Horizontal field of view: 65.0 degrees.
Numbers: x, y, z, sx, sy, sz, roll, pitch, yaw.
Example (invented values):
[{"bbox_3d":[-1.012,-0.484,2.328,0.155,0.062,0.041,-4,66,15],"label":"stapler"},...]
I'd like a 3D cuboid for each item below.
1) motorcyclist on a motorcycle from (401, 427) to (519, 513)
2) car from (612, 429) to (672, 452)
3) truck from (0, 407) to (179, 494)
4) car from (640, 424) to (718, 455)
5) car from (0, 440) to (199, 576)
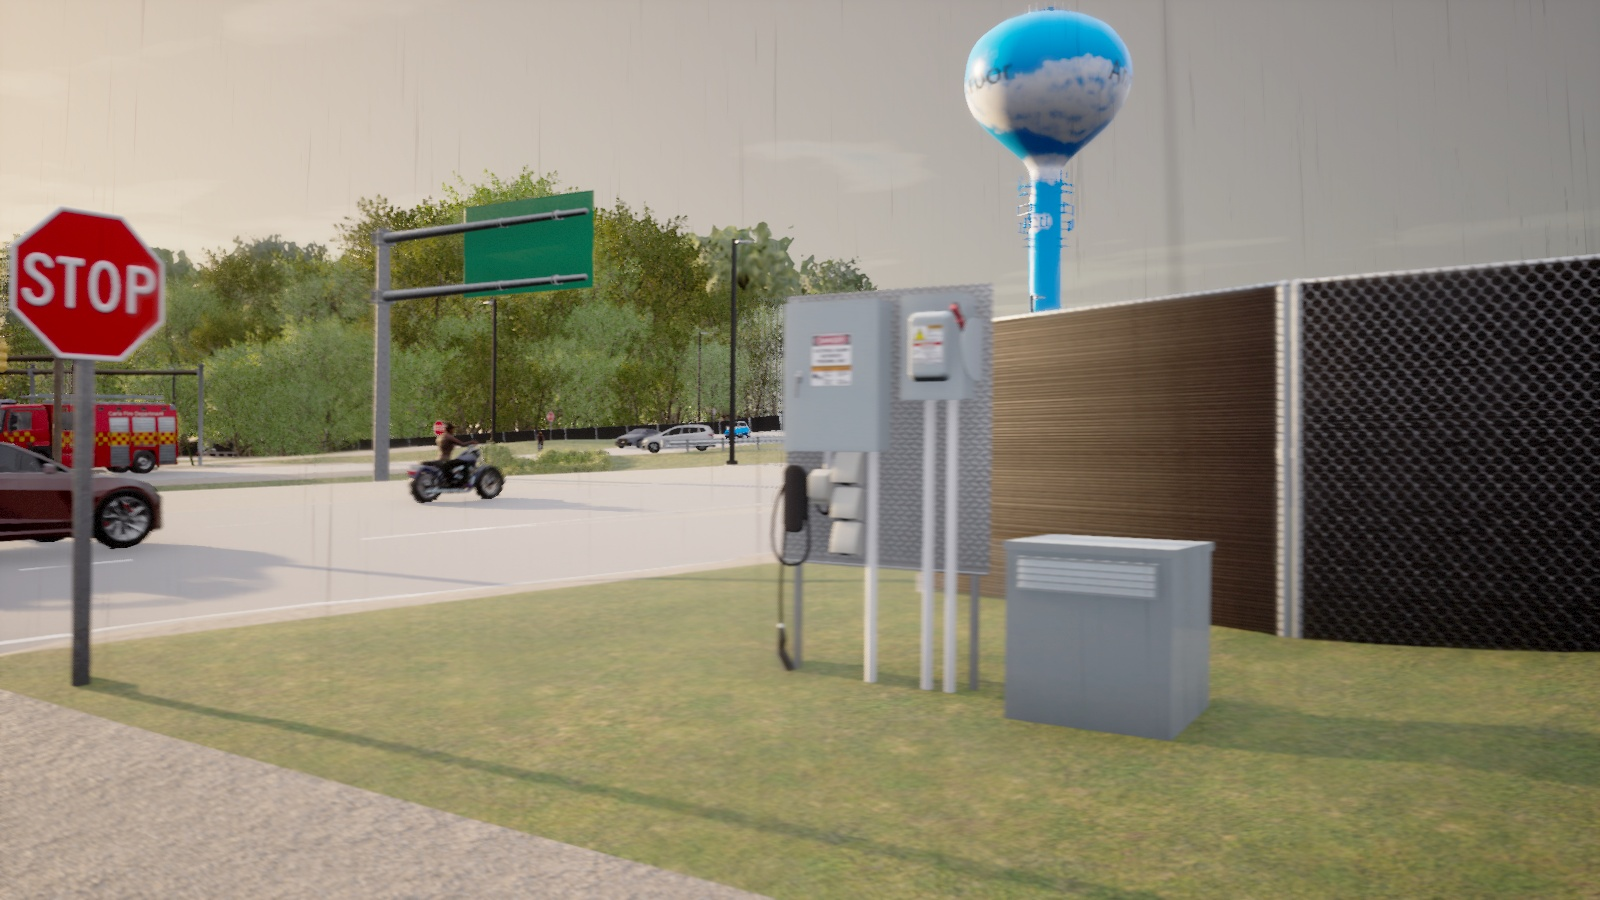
[{"bbox_3d":[-6.884,0.372,25.538,0.766,1.649,2.350,0,1,34],"label":"motorcyclist on a motorcycle"},{"bbox_3d":[-11.406,-0.671,90.960,1.994,1.385,4.181,0,4,35],"label":"car"},{"bbox_3d":[-34.434,-0.090,59.598,2.891,3.827,8.468,0,2,33],"label":"truck"},{"bbox_3d":[-7.474,-0.634,77.607,4.611,1.667,2.242,-3,0,-5],"label":"car"},{"bbox_3d":[-9.968,0.689,14.771,2.163,1.488,4.792,0,1,31],"label":"car"}]
